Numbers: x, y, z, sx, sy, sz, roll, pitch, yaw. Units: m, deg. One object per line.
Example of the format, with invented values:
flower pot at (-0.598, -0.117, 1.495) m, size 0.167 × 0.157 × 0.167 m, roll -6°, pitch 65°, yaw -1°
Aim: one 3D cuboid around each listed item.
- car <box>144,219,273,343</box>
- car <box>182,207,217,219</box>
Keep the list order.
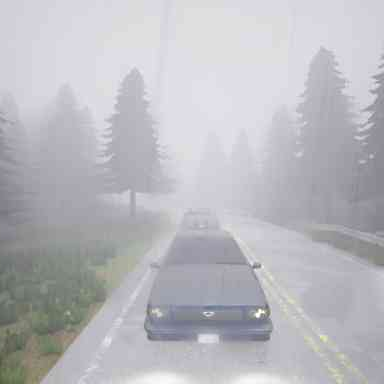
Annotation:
car at (0.265, 1.557, 7.071) m, size 2.033 × 1.411 × 5.357 m, roll 0°, pitch 0°, yaw 1°
car at (0.436, 1.584, 19.156) m, size 1.994 × 1.385 × 4.181 m, roll 0°, pitch 0°, yaw -2°
